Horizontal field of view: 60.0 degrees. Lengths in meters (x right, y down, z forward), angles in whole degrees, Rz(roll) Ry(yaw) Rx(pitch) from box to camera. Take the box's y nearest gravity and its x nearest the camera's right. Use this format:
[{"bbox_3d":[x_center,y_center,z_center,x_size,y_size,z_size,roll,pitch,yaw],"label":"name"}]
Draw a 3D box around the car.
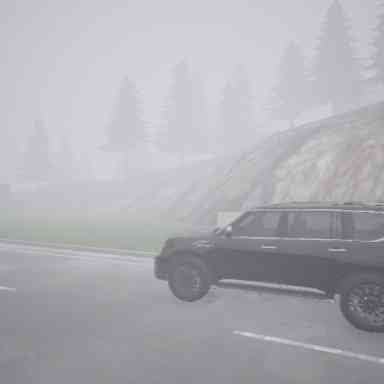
[{"bbox_3d":[1.938,1.220,6.906,5.566,2.045,2.150,0,-1,27],"label":"car"}]
